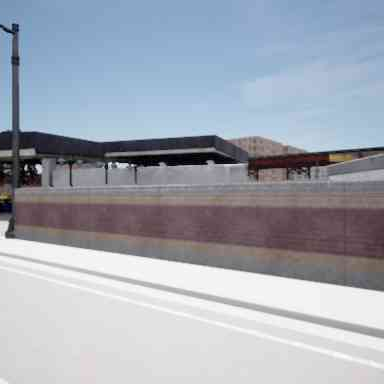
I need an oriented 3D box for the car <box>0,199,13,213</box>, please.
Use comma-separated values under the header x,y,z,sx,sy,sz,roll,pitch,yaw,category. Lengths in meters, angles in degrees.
x,y,z,sx,sy,sz,roll,pitch,yaw,category
-20.138,1.600,39.040,2.242,1.667,4.611,-1,0,37,car
